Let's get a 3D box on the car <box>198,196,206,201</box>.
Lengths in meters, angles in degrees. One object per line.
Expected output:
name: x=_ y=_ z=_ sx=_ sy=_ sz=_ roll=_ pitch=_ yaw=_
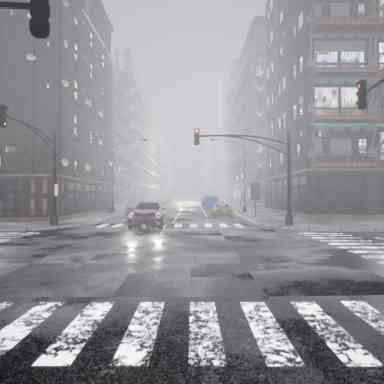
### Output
car: x=2.572 y=1.627 z=83.634 sx=1.887 sy=1.381 sz=4.507 roll=1 pitch=0 yaw=0

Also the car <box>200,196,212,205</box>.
car: x=2.574 y=1.485 z=61.009 sx=1.967 sy=1.590 sz=4.097 roll=1 pitch=0 yaw=0

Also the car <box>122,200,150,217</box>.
car: x=-5.436 y=1.565 z=32.665 sx=2.008 sy=1.369 sz=4.403 roll=1 pitch=0 yaw=0

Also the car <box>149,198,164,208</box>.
car: x=-5.307 y=1.613 z=49.638 sx=1.802 sy=1.307 sz=4.206 roll=1 pitch=0 yaw=0

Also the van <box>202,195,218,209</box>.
van: x=2.608 y=1.366 z=44.044 sx=1.690 sy=1.788 sz=3.998 roll=1 pitch=0 yaw=0

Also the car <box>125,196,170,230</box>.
car: x=-2.750 y=1.355 z=21.203 sx=2.097 sy=1.767 sz=4.553 roll=0 pitch=0 yaw=0

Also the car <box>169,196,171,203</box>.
car: x=-5.307 y=1.627 z=60.954 sx=1.802 sy=1.307 sz=4.206 roll=1 pitch=0 yaw=0

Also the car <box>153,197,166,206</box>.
car: x=-5.307 y=1.563 z=55.126 sx=1.752 sy=1.417 sz=4.829 roll=1 pitch=0 yaw=0

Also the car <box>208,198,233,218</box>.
car: x=2.704 y=1.537 z=30.210 sx=1.752 sy=1.417 sz=4.829 roll=1 pitch=0 yaw=0

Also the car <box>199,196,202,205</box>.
car: x=2.576 y=1.346 z=49.697 sx=2.192 sy=1.841 sz=5.009 roll=1 pitch=0 yaw=0

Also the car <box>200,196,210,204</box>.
car: x=2.573 y=1.604 z=66.666 sx=2.008 sy=1.369 sz=4.403 roll=1 pitch=0 yaw=0
